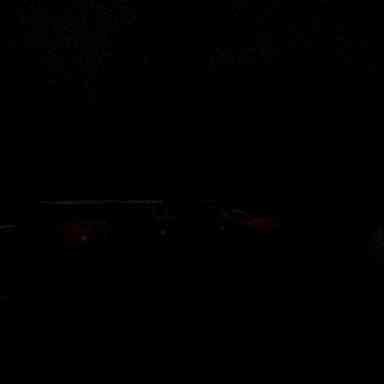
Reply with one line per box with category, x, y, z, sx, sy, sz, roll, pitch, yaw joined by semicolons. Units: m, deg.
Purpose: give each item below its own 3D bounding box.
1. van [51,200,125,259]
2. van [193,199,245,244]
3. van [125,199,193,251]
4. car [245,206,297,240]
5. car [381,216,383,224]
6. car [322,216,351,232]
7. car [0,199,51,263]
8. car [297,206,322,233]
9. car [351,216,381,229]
van;-4.865;1.297;12.471;4.442;1.987;1.878;-1;-1;34
van;-0.023;1.336;15.939;4.442;1.987;1.878;-1;-1;34
van;-2.445;1.317;14.205;4.442;1.987;1.878;-1;-1;34
car;2.455;1.578;17.625;5.366;1.575;1.946;-1;-1;34
car;16.793;1.576;28.142;4.553;1.767;2.185;-1;-1;34
car;7.166;1.652;21.179;4.792;1.488;2.163;-1;-1;34
car;-7.410;1.254;10.819;5.566;2.045;2.435;-1;-1;34
car;4.694;1.633;19.474;4.792;1.488;2.163;-1;-1;34
car;9.532;1.391;22.943;5.566;2.045;2.435;-1;-1;34
